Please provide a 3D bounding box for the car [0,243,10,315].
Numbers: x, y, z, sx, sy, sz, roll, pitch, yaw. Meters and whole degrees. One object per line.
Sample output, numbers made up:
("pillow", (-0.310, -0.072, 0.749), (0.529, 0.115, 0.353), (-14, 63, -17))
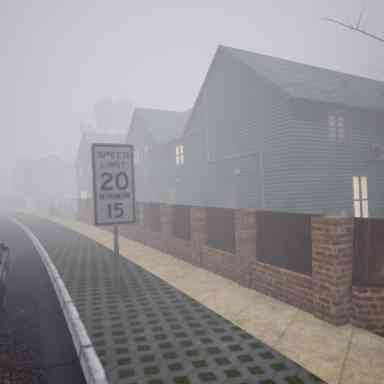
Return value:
("car", (-4.890, 1.630, 6.957), (1.895, 1.301, 4.718), (-2, 1, -28))
